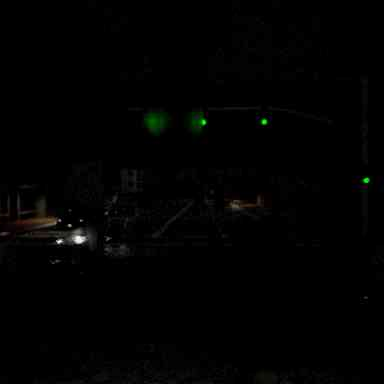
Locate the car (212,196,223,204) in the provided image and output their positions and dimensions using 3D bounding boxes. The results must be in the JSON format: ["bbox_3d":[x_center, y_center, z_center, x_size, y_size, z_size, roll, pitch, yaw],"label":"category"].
[{"bbox_3d":[4.907,1.586,64.015,1.994,1.385,4.181,0,0,2],"label":"car"}]

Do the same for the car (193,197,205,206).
[{"bbox_3d":[1.132,1.590,55.851,1.994,1.385,4.181,0,0,2],"label":"car"}]

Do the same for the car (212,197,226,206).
[{"bbox_3d":[4.630,1.582,55.734,1.994,1.385,4.181,0,0,2],"label":"car"}]

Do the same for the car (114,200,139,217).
[{"bbox_3d":[-6.751,1.557,32.259,1.812,1.442,4.674,0,0,2],"label":"car"}]

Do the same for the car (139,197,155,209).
[{"bbox_3d":[-6.279,1.515,45.908,1.882,1.535,5.008,0,0,2],"label":"car"}]

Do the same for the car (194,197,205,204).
[{"bbox_3d":[1.411,1.593,64.204,1.994,1.385,4.181,0,0,2],"label":"car"}]

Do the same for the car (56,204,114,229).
[{"bbox_3d":[-7.096,1.575,22.166,2.033,1.411,5.357,0,0,2],"label":"car"}]
